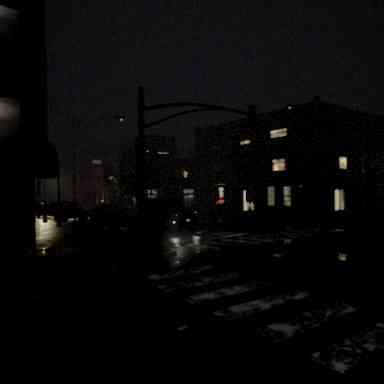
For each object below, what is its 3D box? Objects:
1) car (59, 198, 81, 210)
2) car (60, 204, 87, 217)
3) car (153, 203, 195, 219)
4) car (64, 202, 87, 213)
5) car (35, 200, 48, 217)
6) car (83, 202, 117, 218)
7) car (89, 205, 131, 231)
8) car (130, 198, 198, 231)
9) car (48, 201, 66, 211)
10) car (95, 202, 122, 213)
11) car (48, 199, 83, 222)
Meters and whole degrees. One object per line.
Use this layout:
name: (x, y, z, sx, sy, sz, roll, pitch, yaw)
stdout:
car: (-21.869, 2.121, 59.565, 2.192, 1.841, 5.009, -2, 0, -37)
car: (-14.149, 2.133, 39.602, 1.994, 1.385, 4.181, -1, 0, -36)
car: (-1.899, 1.834, 33.035, 2.008, 1.369, 4.403, -2, 0, -37)
car: (-17.240, 2.233, 48.994, 1.994, 1.385, 4.181, -1, 0, -36)
car: (-18.229, 2.100, 40.665, 1.967, 1.590, 4.097, -2, 0, -37)
car: (-8.126, 1.958, 31.503, 2.033, 1.411, 5.357, -1, 0, -37)
car: (-5.515, 1.891, 23.438, 1.947, 1.339, 4.313, -2, 0, -37)
car: (-1.899, 1.469, 23.143, 2.150, 2.045, 5.566, -1, 0, -37)
car: (-23.073, 2.347, 56.711, 1.812, 1.442, 4.674, -1, 0, -37)
car: (-11.483, 2.085, 45.680, 2.008, 1.369, 4.403, -2, 0, -37)
car: (-11.686, 1.802, 31.741, 2.192, 1.841, 5.009, -2, 0, -37)
